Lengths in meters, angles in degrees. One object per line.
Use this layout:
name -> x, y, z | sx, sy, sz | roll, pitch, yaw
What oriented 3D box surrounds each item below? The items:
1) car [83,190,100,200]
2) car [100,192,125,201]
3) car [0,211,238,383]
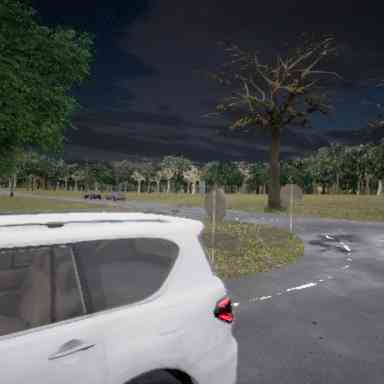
car -> -18.022, 0.484, 60.157 | 2.097, 1.767, 4.553 | 2, -1, -36
car -> -12.038, 0.674, 51.834 | 2.128, 1.511, 4.902 | 2, -1, -35
car -> -2.175, 1.224, 2.320 | 5.566, 2.045, 2.150 | 0, 0, -35
